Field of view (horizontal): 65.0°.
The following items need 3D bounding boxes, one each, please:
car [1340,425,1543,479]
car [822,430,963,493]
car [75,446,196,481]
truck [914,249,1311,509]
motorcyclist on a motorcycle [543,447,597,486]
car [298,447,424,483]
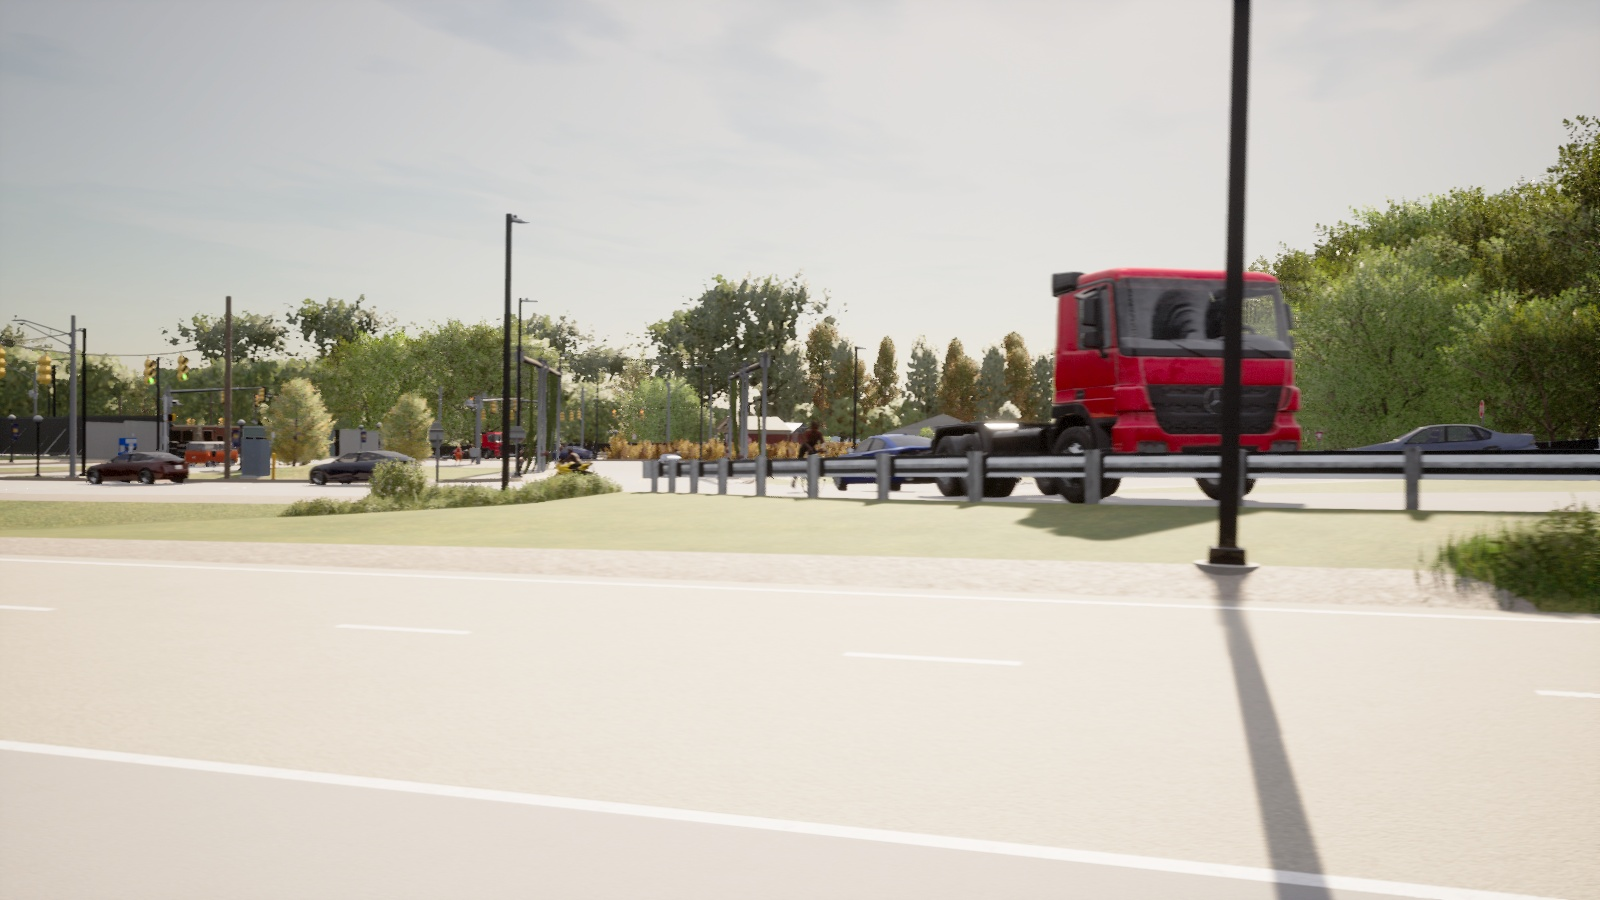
[{"bbox_3d":[19.764,0.067,38.973,5.357,1.411,2.033,-2,0,20],"label":"car"},{"bbox_3d":[2.373,0.359,33.674,1.882,1.535,5.008,1,-2,-20],"label":"car"},{"bbox_3d":[-30.407,0.587,57.500,4.792,1.488,2.163,0,1,18],"label":"car"},{"bbox_3d":[4.663,-0.886,20.922,2.891,3.462,7.936,0,-1,-15],"label":"truck"},{"bbox_3d":[-9.118,0.629,49.827,2.044,1.523,0.797,0,1,27],"label":"motorcyclist on a motorcycle"},{"bbox_3d":[-18.771,0.621,53.742,4.792,1.488,2.163,0,1,19],"label":"car"}]
